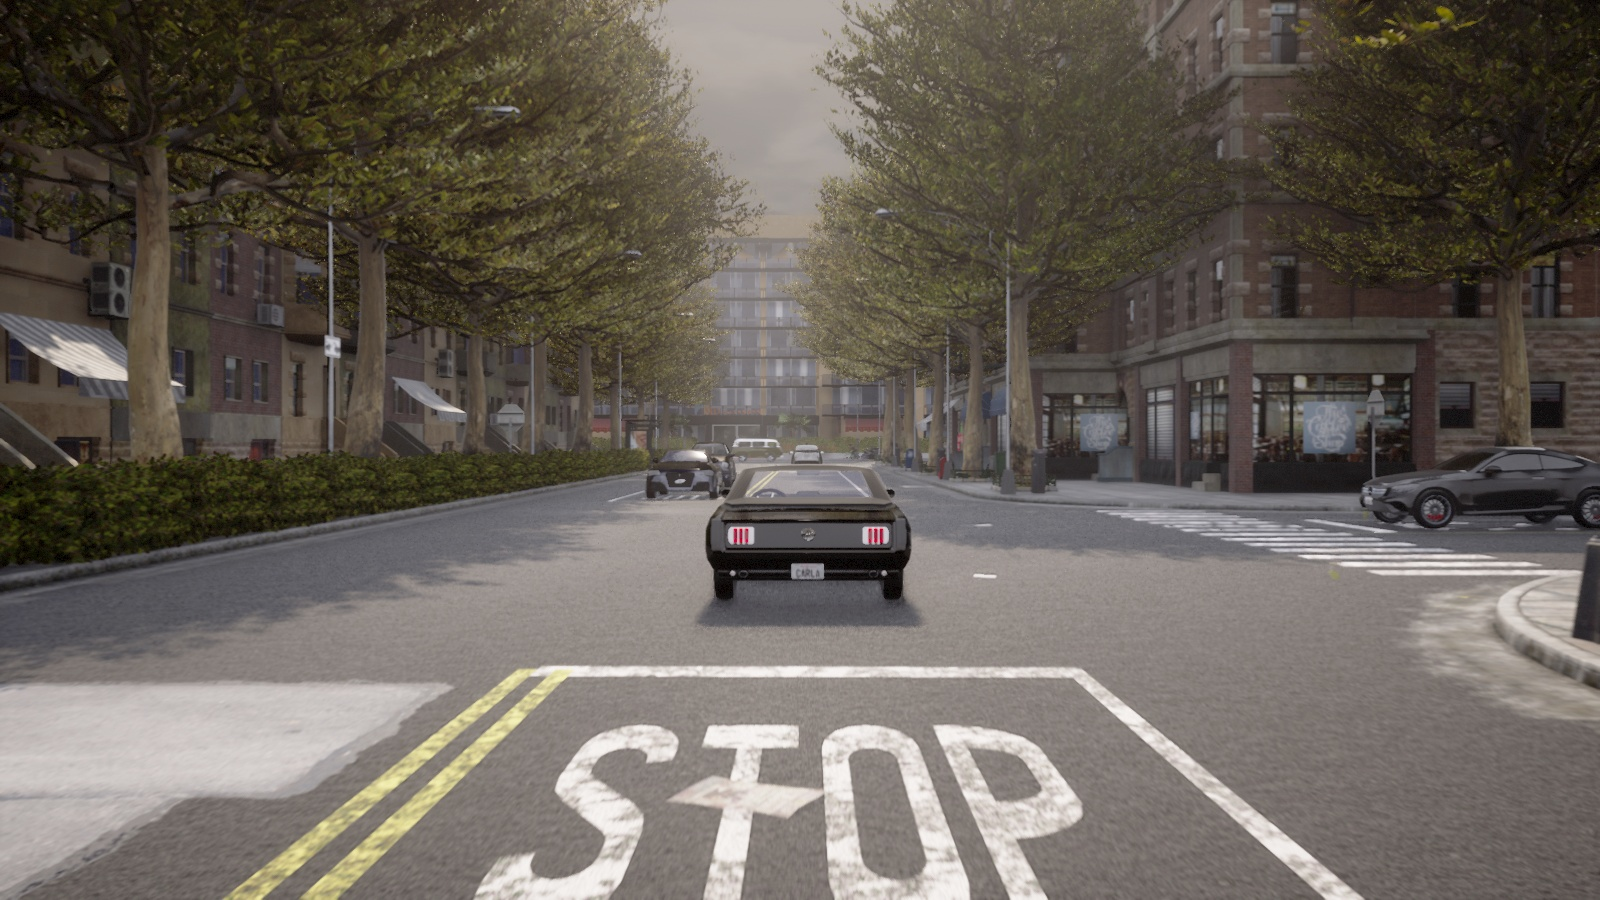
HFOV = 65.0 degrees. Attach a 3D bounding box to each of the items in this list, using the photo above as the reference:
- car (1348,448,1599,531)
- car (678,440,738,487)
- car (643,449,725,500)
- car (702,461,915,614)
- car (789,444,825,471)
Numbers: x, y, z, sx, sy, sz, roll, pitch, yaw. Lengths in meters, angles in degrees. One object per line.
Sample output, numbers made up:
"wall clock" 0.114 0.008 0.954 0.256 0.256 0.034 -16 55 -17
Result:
"car" 12.743 0.692 22.952 4.674 1.442 1.812 0 0 0
"car" -3.245 0.463 45.096 1.851 1.617 3.988 0 0 0
"car" -3.288 0.664 36.300 1.994 1.385 4.181 0 0 0
"car" 0.087 0.794 13.502 1.895 1.301 4.718 0 0 0
"car" 0.406 0.401 73.387 2.007 1.525 4.514 0 0 0
